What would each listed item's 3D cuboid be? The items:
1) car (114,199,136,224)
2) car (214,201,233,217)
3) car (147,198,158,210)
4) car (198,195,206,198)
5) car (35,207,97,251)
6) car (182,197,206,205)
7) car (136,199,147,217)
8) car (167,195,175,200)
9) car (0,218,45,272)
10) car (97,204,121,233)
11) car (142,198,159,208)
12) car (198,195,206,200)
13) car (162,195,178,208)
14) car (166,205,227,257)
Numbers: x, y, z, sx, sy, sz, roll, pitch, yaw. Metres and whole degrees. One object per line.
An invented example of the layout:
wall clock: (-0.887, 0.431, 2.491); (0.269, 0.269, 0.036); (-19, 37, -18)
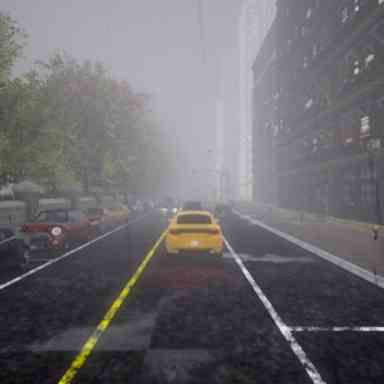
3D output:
car: (-5.669, 1.510, 24.768); (1.752, 1.417, 4.829); (0, 0, 0)
car: (2.715, 1.533, 30.473); (2.008, 1.369, 4.403); (0, 0, 0)
car: (-5.734, 1.529, 41.553); (2.008, 1.369, 4.403); (0, 0, 0)
car: (2.756, 1.552, 85.005); (1.947, 1.339, 4.313); (0, 0, 0)
car: (-5.676, 1.430, 13.861); (1.967, 1.590, 4.097); (0, 0, 0)
car: (0.092, 1.489, 28.968); (1.837, 1.490, 4.892); (0, 1, 0)
car: (-5.664, 1.422, 30.478); (1.967, 1.590, 4.097); (0, 0, 0)
car: (-5.620, 1.572, 90.644); (1.802, 1.307, 4.206); (0, 0, 0)
car: (-5.681, 1.560, 8.323); (1.947, 1.339, 4.313); (0, 0, 0)
car: (-5.673, 1.569, 19.400); (1.802, 1.307, 4.206); (0, 0, 0)
car: (-5.781, 1.522, 47.093); (1.887, 1.381, 4.507); (0, 0, 0)
car: (2.760, 1.555, 90.638); (1.947, 1.339, 4.313); (0, 0, 0)
car: (-3.037, 1.484, 46.179); (1.837, 1.490, 4.892); (0, 0, 0)
car: (0.076, 1.469, 12.906); (1.882, 1.535, 5.008); (0, 0, 0)
